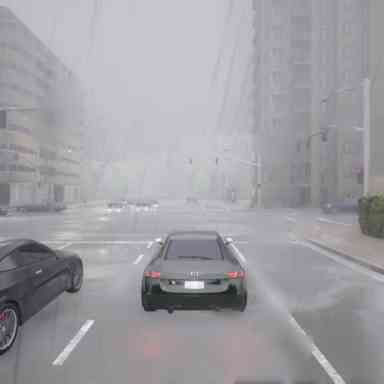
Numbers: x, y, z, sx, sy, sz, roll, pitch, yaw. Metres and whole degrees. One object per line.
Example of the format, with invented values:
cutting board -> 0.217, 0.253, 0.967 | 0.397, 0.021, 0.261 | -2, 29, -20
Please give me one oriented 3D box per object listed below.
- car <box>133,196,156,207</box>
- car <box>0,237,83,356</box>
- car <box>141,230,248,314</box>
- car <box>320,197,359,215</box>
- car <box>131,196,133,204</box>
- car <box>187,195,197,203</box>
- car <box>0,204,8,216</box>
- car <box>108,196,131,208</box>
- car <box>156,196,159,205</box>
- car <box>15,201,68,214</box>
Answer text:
car -> -7.176, 1.547, 50.712 | 2.033, 1.411, 5.357 | 0, 0, 0
car -> -3.460, 1.526, 5.912 | 1.812, 1.442, 4.674 | 0, 0, 0
car -> 0.049, 1.564, 7.714 | 1.994, 1.385, 4.181 | 0, 0, 0
car -> 15.512, 1.352, 33.754 | 4.553, 1.767, 2.097 | 0, 0, 1
car -> -10.691, 1.504, 57.873 | 1.837, 1.490, 4.892 | 0, 0, 0
car -> -0.049, 1.351, 69.755 | 2.097, 1.767, 4.553 | 0, 0, 0
car -> -19.263, 1.563, 30.518 | 4.181, 1.385, 1.994 | 0, 0, 0
car -> -10.682, 1.547, 48.181 | 2.033, 1.411, 5.357 | 0, 0, 0
car -> -7.183, 1.504, 60.727 | 1.837, 1.490, 4.892 | 0, 0, 0
car -> -15.337, 1.600, 33.987 | 4.718, 1.301, 1.895 | 0, 0, 0
